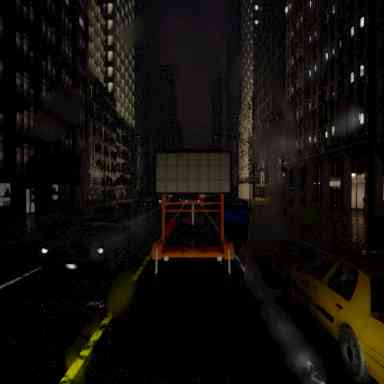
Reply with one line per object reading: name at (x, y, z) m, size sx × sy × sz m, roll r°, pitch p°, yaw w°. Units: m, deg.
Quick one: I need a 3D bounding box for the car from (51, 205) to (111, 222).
car at (-5.669, 1.545, 16.422) m, size 2.008 × 1.369 × 4.403 m, roll -1°, pitch 0°, yaw 0°

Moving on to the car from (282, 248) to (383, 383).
car at (2.690, 1.523, 5.209) m, size 1.752 × 1.417 × 4.829 m, roll -1°, pitch 0°, yaw 0°

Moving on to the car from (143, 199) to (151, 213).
car at (-5.638, 1.539, 33.473) m, size 2.008 × 1.369 × 4.403 m, roll -1°, pitch 0°, yaw 0°

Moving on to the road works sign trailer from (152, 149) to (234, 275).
road works sign trailer at (0.033, 0.460, 10.461) m, size 2.380 × 3.560 × 2.880 m, roll 0°, pitch 0°, yaw 0°

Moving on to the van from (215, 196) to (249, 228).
van at (2.720, 1.333, 22.090) m, size 1.690 × 1.788 × 3.998 m, roll -1°, pitch 0°, yaw 0°

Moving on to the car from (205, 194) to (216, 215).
car at (2.741, 1.303, 33.457) m, size 2.192 × 1.841 × 5.009 m, roll -1°, pitch 0°, yaw 0°

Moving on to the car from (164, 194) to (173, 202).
car at (-5.552, 1.410, 78.942) m, size 1.967 × 1.590 × 4.097 m, roll -1°, pitch 0°, yaw 0°

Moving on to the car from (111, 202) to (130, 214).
car at (-5.658, 1.558, 22.105) m, size 1.947 × 1.339 × 4.313 m, roll -1°, pitch 0°, yaw 0°

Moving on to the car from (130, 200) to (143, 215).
car at (-5.648, 1.535, 27.789) m, size 1.887 × 1.381 × 4.507 m, roll -1°, pitch 0°, yaw 0°

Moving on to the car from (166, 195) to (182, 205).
car at (-2.899, 1.328, 59.449) m, size 2.097 × 1.767 × 4.553 m, roll 0°, pitch 0°, yaw 0°

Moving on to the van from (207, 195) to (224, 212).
van at (2.752, 1.327, 39.141) m, size 1.690 × 1.788 × 3.998 m, roll -1°, pitch 0°, yaw 0°

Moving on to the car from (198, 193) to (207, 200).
car at (2.849, 1.279, 90.294) m, size 2.192 × 1.841 × 5.009 m, roll -1°, pitch 0°, yaw 0°

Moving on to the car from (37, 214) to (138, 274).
car at (-3.083, 1.597, 10.731) m, size 1.895 × 1.301 × 4.718 m, roll 0°, pitch 0°, yaw 0°

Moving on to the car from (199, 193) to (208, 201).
car at (2.838, 1.282, 84.610) m, size 2.192 × 1.841 × 5.009 m, roll -1°, pitch 0°, yaw 0°

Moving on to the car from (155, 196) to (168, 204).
car at (-5.583, 1.528, 61.891) m, size 2.008 × 1.369 × 4.403 m, roll -1°, pitch 0°, yaw 0°

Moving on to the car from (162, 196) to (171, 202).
car at (-5.562, 1.554, 73.258) m, size 1.802 × 1.307 × 4.206 m, roll -1°, pitch 0°, yaw 0°

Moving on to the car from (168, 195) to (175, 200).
car at (-5.530, 1.490, 90.139) m, size 1.752 × 1.417 × 4.829 m, roll -1°, pitch 0°, yaw 0°

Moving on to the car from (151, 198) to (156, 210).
car at (-5.626, 1.568, 39.156) m, size 1.802 × 1.307 × 4.206 m, roll -1°, pitch 0°, yaw 0°

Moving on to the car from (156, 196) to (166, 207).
car at (-5.605, 1.532, 50.524) m, size 2.008 × 1.369 × 4.403 m, roll -1°, pitch 0°, yaw 0°

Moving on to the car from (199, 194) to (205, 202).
car at (2.797, 1.528, 61.875) m, size 2.008 × 1.369 × 4.403 m, roll -1°, pitch 0°, yaw 0°
